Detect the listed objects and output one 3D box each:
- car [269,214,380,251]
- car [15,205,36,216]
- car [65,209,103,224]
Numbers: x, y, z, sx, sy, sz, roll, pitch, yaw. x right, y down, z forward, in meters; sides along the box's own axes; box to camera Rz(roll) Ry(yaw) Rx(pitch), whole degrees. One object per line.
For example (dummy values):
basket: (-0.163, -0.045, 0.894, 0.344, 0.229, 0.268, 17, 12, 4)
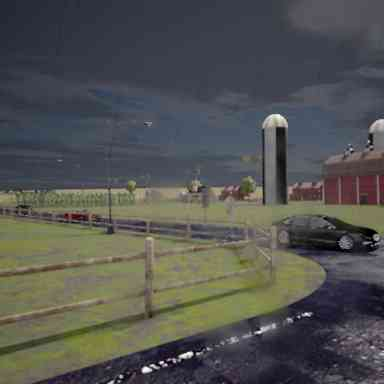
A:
car: (6.039, 1.811, 15.659, 4.892, 1.490, 1.837, -1, 0, 44)
car: (-23.750, 2.607, 47.430, 1.837, 1.490, 4.892, -1, -1, -41)
car: (-10.695, 2.333, 32.809, 1.895, 1.301, 4.718, -1, -1, -43)
